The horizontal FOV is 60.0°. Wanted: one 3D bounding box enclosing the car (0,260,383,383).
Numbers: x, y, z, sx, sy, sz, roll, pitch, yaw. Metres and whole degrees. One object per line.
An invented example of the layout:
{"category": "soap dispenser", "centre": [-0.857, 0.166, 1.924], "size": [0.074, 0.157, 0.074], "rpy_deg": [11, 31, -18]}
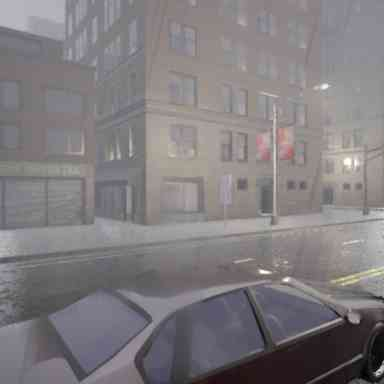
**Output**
{"category": "car", "centre": [0.326, 1.537, 3.674], "size": [5.357, 1.411, 2.033], "rpy_deg": [0, 0, -34]}
